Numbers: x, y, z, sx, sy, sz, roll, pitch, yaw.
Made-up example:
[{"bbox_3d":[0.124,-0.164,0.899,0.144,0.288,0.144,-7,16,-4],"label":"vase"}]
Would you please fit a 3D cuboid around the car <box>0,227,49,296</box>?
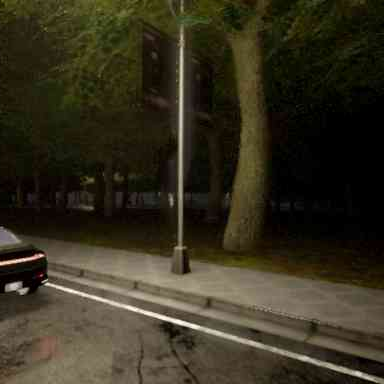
[{"bbox_3d":[-5.163,1.473,7.369,4.902,1.511,2.128,0,0,35],"label":"car"}]
